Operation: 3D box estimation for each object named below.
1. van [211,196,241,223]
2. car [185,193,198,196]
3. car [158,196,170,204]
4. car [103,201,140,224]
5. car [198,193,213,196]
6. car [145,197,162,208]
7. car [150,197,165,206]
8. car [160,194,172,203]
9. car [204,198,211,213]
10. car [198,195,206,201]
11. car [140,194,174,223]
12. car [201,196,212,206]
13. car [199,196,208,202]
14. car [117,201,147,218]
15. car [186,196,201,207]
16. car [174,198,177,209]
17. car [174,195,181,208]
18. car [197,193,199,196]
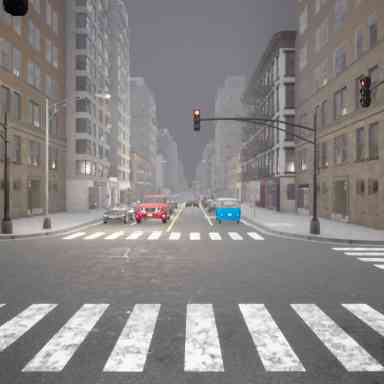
[{"bbox_3d":[2.616,1.340,24.891,1.690,1.788,3.998,0,0,0],"label":"van"},{"bbox_3d":[0.043,1.542,68.957,1.994,1.385,4.181,0,0,0],"label":"car"},{"bbox_3d":[-5.440,1.548,64.649,1.947,1.339,4.313,0,0,0],"label":"car"},{"bbox_3d":[-5.409,1.549,24.876,2.008,1.369,4.403,0,0,0],"label":"car"},{"bbox_3d":[2.594,1.305,53.298,2.192,1.841,5.009,0,0,0],"label":"car"},{"bbox_3d":[-5.427,1.519,47.434,1.752,1.417,4.829,0,0,0],"label":"car"},{"bbox_3d":[-5.431,1.556,53.286,1.947,1.339,4.313,0,0,0],"label":"car"},{"bbox_3d":[-5.445,1.292,70.330,2.192,1.841,5.009,0,0,0],"label":"car"},{"bbox_3d":[2.607,1.580,36.253,1.802,1.307,4.206,0,0,0],"label":"car"},{"bbox_3d":[2.567,1.531,87.385,1.947,1.339,4.313,0,0,0],"label":"car"},{"bbox_3d":[-2.869,1.220,25.557,2.150,2.045,5.566,0,0,0],"label":"car"},{"bbox_3d":[2.599,1.576,47.616,1.802,1.307,4.206,0,0,0],"label":"car"},{"bbox_3d":[2.576,1.524,76.023,2.008,1.369,4.403,0,0,0],"label":"car"},{"bbox_3d":[-5.413,1.543,30.558,1.887,1.381,4.507,0,0,0],"label":"car"},{"bbox_3d":[0.059,1.593,49.778,1.895,1.301,4.718,0,0,0],"label":"car"},{"bbox_3d":[-2.880,1.599,35.374,1.895,1.301,4.718,0,0,0],"label":"car"},{"bbox_3d":[-2.872,1.500,45.434,1.837,1.490,4.892,0,0,0],"label":"car"},{"bbox_3d":[2.585,1.422,64.660,1.967,1.590,4.097,0,0,0],"label":"car"}]
